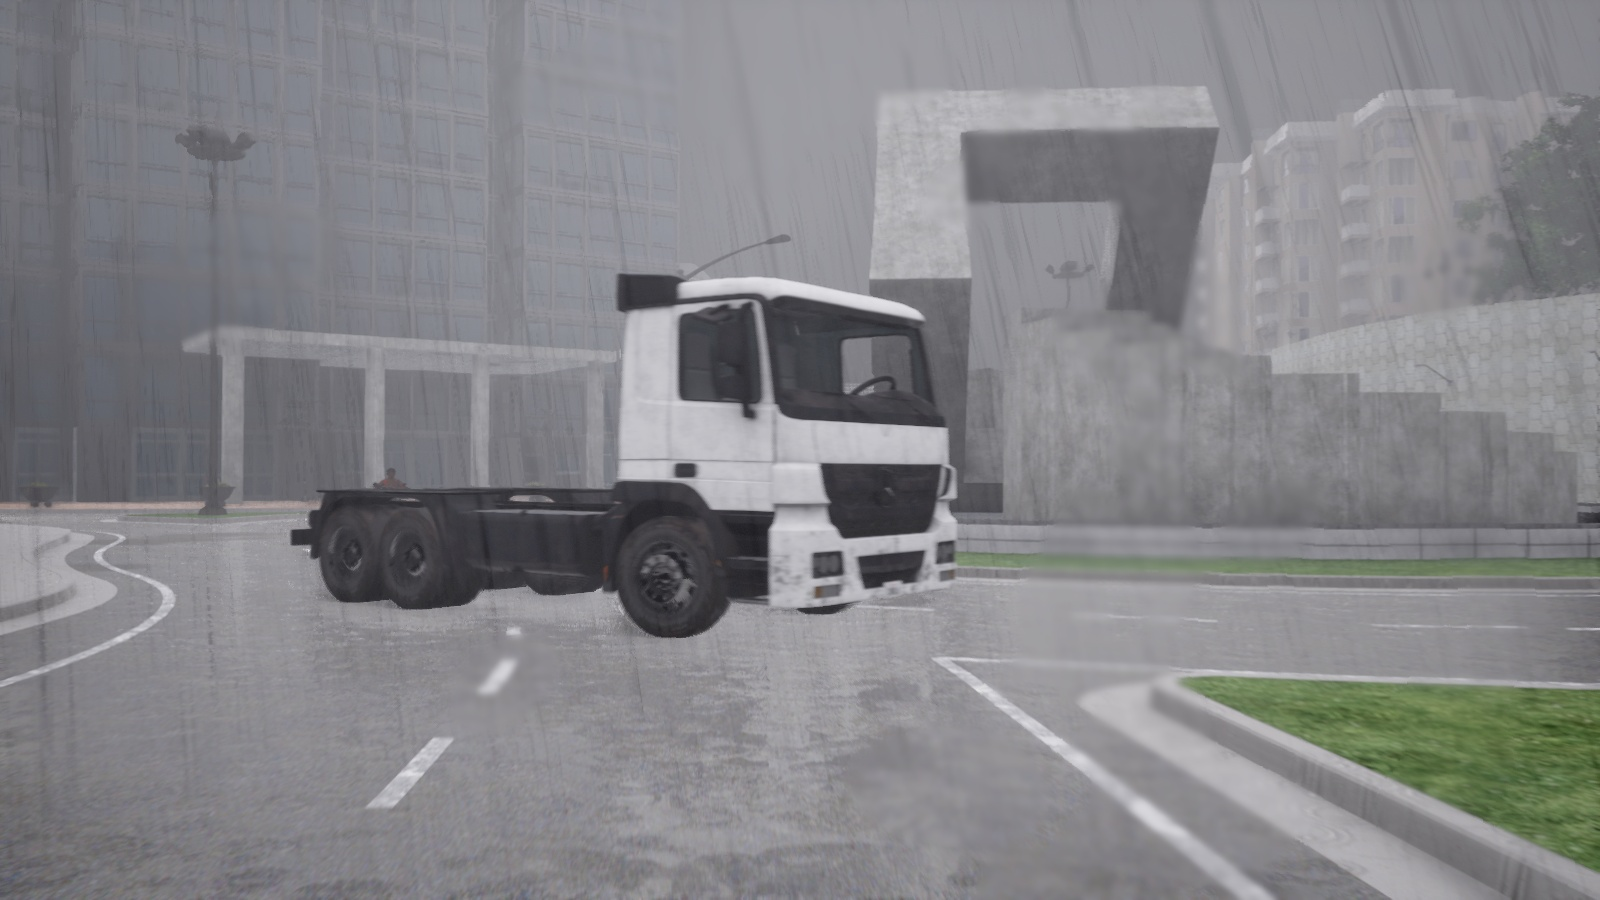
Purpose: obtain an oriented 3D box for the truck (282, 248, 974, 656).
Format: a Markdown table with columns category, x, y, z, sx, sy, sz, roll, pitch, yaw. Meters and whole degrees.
| category | x | y | z | sx | sy | sz | roll | pitch | yaw |
| --- | --- | --- | --- | --- | --- | --- | --- | --- | --- |
| truck | -2.271 | 0.080 | 14.179 | 7.936 | 3.462 | 2.891 | -1 | -1 | 36 |
